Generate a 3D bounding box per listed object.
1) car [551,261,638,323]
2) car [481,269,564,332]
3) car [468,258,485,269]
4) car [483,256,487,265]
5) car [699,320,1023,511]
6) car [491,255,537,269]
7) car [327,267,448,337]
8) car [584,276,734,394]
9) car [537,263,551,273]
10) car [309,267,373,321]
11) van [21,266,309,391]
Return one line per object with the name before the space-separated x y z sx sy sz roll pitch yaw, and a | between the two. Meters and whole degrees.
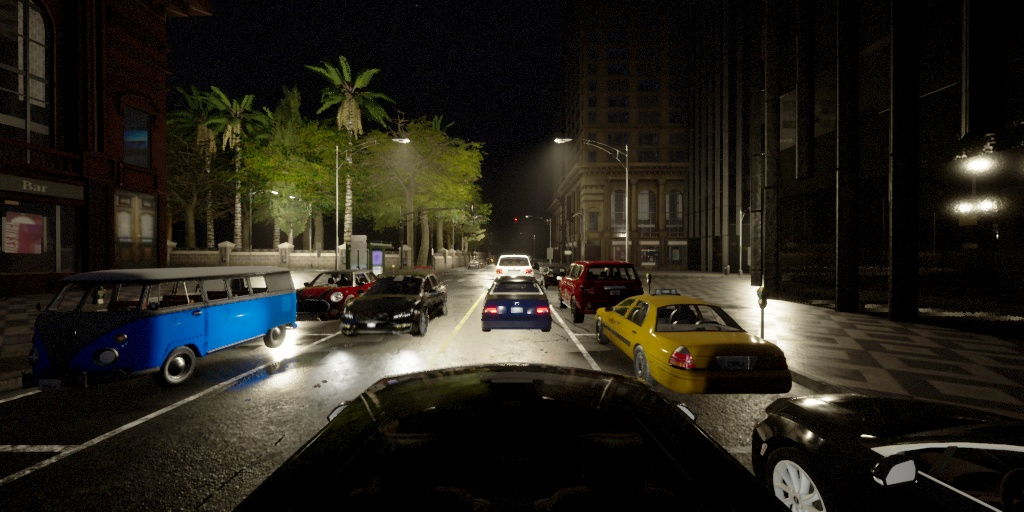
car | 2.768 1.063 11.972 2.192 1.841 5.009 0 0 0
car | 0.108 1.296 10.793 2.033 1.411 5.357 0 0 0
car | -5.734 1.275 54.705 2.007 1.370 4.403 0 0 0
car | -5.731 1.159 60.125 1.967 1.591 4.097 0 0 0
car | 2.762 1.300 1.122 2.007 1.370 4.403 0 0 0
car | 0.111 0.968 21.364 2.150 2.045 5.566 0 0 0
car | -3.084 1.253 10.309 1.837 1.490 4.892 0 0 0
car | 2.765 1.275 6.717 1.751 1.417 4.829 0 0 0
car | 2.774 1.310 22.823 1.948 1.339 4.313 0 0 0
car | -5.757 1.188 11.993 1.967 1.591 4.097 0 0 0
van | -5.760 1.090 6.566 1.690 1.789 3.998 0 0 0
